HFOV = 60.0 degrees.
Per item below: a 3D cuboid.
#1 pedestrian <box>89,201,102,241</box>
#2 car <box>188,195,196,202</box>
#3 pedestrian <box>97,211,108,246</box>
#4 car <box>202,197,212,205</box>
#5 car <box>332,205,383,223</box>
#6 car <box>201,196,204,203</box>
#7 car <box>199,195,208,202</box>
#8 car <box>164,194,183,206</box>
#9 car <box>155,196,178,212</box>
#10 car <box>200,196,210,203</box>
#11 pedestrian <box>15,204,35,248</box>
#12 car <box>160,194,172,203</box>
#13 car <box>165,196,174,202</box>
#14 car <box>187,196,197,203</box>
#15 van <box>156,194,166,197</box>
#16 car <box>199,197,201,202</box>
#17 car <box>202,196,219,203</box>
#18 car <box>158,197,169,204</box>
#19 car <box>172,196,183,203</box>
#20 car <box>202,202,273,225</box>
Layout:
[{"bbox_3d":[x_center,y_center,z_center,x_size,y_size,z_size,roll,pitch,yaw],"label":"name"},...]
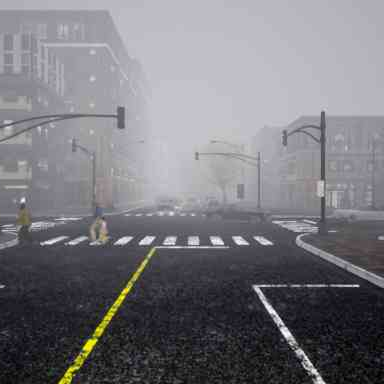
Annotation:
[{"bbox_3d":[-4.156,1.294,14.550,0.375,1.860,0.375,0,0,0],"label":"pedestrian"},{"bbox_3d":[0.009,1.556,80.680,2.033,1.411,5.357,0,0,0],"label":"car"},{"bbox_3d":[-3.634,1.574,13.951,0.375,1.300,0.375,0,0,0],"label":"pedestrian"},{"bbox_3d":[2.695,1.640,60.581,1.802,1.307,4.206,0,0,0],"label":"car"},{"bbox_3d":[13.475,1.668,25.777,4.718,1.301,1.895,0,0,0],"label":"car"},{"bbox_3d":[2.695,1.478,49.188,1.967,1.590,4.097,0,0,0],"label":"car"},{"bbox_3d":[2.697,1.536,77.672,1.967,1.590,4.097,0,0,0],"label":"car"},{"bbox_3d":[-3.080,1.542,56.177,2.128,1.511,4.902,0,0,0],"label":"car"},{"bbox_3d":[-3.103,1.571,40.281,2.033,1.411,5.357,0,0,0],"label":"car"},{"bbox_3d":[2.697,1.633,71.975,2.008,1.369,4.403,0,0,0],"label":"car"},{"bbox_3d":[-6.699,1.294,13.348,0.375,1.860,0.375,0,0,0],"label":"pedestrian"},{"bbox_3d":[-5.685,1.397,71.977,2.192,1.841,5.009,0,0,0],"label":"car"},{"bbox_3d":[-5.683,1.663,83.370,2.008,1.369,4.403,0,0,0],"label":"car"},{"bbox_3d":[0.008,1.625,70.673,1.994,1.385,4.181,0,0,0],"label":"car"},{"bbox_3d":[-5.686,1.399,60.584,1.690,1.788,3.998,0,0,0],"label":"van"},{"bbox_3d":[2.695,1.488,54.884,1.967,1.590,4.097,0,0,0],"label":"car"},{"bbox_3d":[2.694,1.580,43.490,2.008,1.369,4.403,0,0,0],"label":"car"},{"bbox_3d":[-5.685,1.651,66.280,1.802,1.307,4.206,0,0,0],"label":"car"},{"bbox_3d":[-2.993,1.592,70.785,2.128,1.511,4.902,0,0,0],"label":"car"},{"bbox_3d":[3.350,1.607,23.918,4.718,1.301,1.895,0,0,31],"label":"car"}]
